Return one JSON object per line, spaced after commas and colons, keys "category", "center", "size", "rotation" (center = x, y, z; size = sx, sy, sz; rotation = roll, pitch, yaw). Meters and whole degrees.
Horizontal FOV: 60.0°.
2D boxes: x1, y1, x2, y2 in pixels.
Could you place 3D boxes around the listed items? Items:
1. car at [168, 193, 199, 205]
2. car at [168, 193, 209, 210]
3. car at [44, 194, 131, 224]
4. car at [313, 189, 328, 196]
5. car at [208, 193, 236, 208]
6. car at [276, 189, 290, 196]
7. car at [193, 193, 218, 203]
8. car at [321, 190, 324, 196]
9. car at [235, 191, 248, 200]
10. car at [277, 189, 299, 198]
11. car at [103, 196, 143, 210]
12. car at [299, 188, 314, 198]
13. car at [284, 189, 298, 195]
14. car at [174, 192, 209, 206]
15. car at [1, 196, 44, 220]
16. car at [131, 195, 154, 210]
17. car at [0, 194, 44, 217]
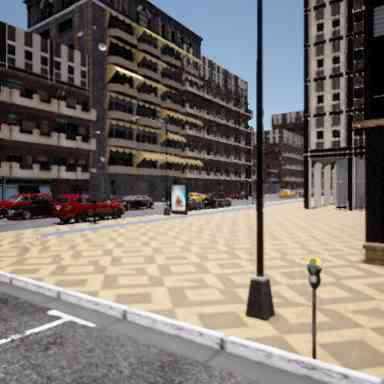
{"category": "car", "center": [-1.105, 0.903, 45.492], "size": [2.008, 1.369, 4.403], "rotation": [1, 2, 35]}
{"category": "car", "center": [-0.565, 1.120, 31.652], "size": [1.947, 1.339, 4.313], "rotation": [1, 2, 35]}
{"category": "car", "center": [-6.927, 1.076, 22.557], "size": [2.192, 1.841, 5.009], "rotation": [1, 2, 35]}
{"category": "car", "center": [28.066, 0.151, 72.550], "size": [1.887, 1.381, 4.507], "rotation": [1, 2, 35]}
{"category": "car", "center": [2.616, 1.016, 36.196], "size": [1.947, 1.339, 4.313], "rotation": [1, 2, 35]}
{"category": "car", "center": [21.158, 0.054, 77.292], "size": [1.967, 1.590, 4.097], "rotation": [1, 2, 35]}
{"category": "car", "center": [2.075, 0.829, 50.036], "size": [1.802, 1.307, 4.206], "rotation": [1, 2, 35]}
{"category": "car", "center": [24.885, 0.153, 68.003], "size": [1.967, 1.590, 4.097], "rotation": [1, 2, 35]}
{"category": "car", "center": [8.436, 0.581, 59.122], "size": [1.887, 1.381, 4.507], "rotation": [1, 2, 35]}
{"category": "car", "center": [17.885, 0.354, 62.550], "size": [1.882, 1.535, 5.008], "rotation": [0, 1, 35]}
{"category": "car", "center": [-7.466, 1.143, 36.406], "size": [1.802, 1.307, 4.206], "rotation": [1, 2, 35]}
{"category": "car", "center": [21.704, 0.363, 63.462], "size": [1.887, 1.381, 4.507], "rotation": [1, 2, 35]}
{"category": "car", "center": [24.339, 0.051, 81.838], "size": [1.887, 1.381, 4.507], "rotation": [1, 2, 35]}
{"category": "car", "center": [-0.003, 0.862, 42.555], "size": [1.882, 1.535, 5.008], "rotation": [0, 1, 35]}
{"category": "car", "center": [-11.730, 1.291, 25.824], "size": [1.812, 1.442, 4.674], "rotation": [0, 1, 35]}
{"category": "car", "center": [-5.956, 1.070, 34.070], "size": [2.128, 1.511, 4.902], "rotation": [0, 1, 35]}
{"category": "car", "center": [-13.826, 1.082, 27.313], "size": [2.192, 1.841, 5.009], "rotation": [1, 2, 35]}
